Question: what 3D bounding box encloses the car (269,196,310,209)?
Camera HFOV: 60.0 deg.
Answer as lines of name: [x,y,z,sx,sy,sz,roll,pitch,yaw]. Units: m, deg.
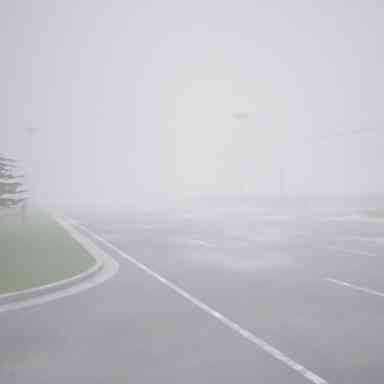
car: [10.194,1.065,34.894,4.181,1.385,1.994,-1,1,28]
